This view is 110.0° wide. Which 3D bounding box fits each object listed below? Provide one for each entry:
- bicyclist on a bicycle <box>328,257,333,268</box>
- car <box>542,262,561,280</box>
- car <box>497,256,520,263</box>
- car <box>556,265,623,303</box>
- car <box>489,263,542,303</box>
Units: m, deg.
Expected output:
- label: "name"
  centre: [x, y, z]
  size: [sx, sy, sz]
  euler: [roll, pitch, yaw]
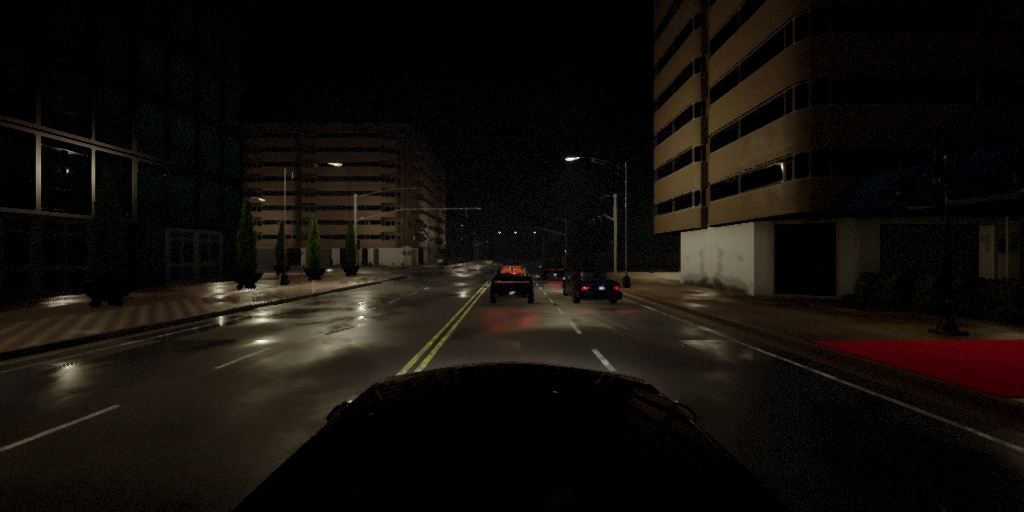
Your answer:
- label: "bicyclist on a bicycle"
  centre: [-28.001, 0.994, 55.290]
  size: [0.582, 1.620, 1.656]
  euler: [0, 0, 0]
- label: "car"
  centre: [3.500, 1.265, 31.500]
  size: [1.837, 1.490, 4.892]
  euler: [0, 0, 0]
- label: "car"
  centre: [0.000, 1.115, 31.470]
  size: [2.097, 1.767, 4.553]
  euler: [0, 0, 0]
- label: "car"
  centre: [3.500, 1.312, 16.500]
  size: [2.033, 1.411, 5.357]
  euler: [0, 0, 0]
- label: "car"
  centre: [0.000, 1.244, 16.500]
  size: [2.128, 1.511, 4.902]
  euler: [0, 0, 0]
